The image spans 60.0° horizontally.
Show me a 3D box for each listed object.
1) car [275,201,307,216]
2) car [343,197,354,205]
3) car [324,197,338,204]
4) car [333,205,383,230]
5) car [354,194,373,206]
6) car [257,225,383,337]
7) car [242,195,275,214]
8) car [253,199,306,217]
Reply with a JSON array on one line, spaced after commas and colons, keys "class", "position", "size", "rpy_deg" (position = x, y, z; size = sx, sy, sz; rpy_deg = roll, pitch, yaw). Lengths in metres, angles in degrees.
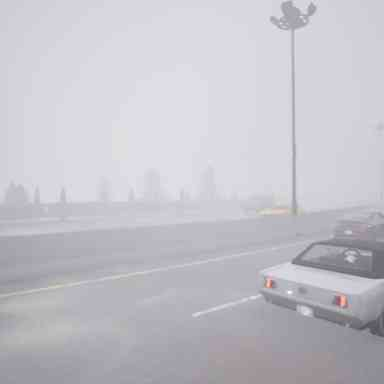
[{"class": "car", "position": [10.579, 1.712, 35.220], "size": [1.994, 1.385, 4.181], "rpy_deg": [0, -1, 35]}, {"class": "car", "position": [31.976, 1.780, 67.542], "size": [1.812, 1.442, 4.674], "rpy_deg": [0, 0, 33]}, {"class": "car", "position": [29.046, 1.759, 69.458], "size": [1.882, 1.535, 5.008], "rpy_deg": [0, 0, 33]}, {"class": "car", "position": [8.390, 1.568, 15.999], "size": [1.812, 1.442, 4.674], "rpy_deg": [0, 0, 45]}, {"class": "car", "position": [31.163, 1.436, 59.913], "size": [2.150, 2.045, 5.566], "rpy_deg": [0, 0, 33]}, {"class": "car", "position": [3.520, 1.617, 6.740], "size": [4.718, 1.301, 1.895], "rpy_deg": [0, 0, -40]}, {"class": "car", "position": [7.605, 1.397, 37.066], "size": [2.150, 2.045, 5.566], "rpy_deg": [0, -1, 35]}, {"class": "car", "position": [6.864, 1.571, 24.877], "size": [1.882, 1.535, 5.008], "rpy_deg": [0, 0, 41]}]
